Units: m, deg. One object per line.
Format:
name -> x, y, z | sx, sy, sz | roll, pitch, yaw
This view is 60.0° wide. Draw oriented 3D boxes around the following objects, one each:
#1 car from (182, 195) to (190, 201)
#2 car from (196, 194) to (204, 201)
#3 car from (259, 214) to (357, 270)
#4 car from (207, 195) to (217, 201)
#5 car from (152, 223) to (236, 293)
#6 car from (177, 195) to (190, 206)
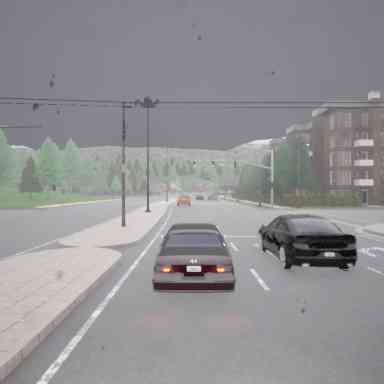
car -> -1.490, 1.523, 85.570 | 1.812, 1.442, 4.674 | 0, 0, 0
car -> 2.010, 1.477, 85.608 | 1.882, 1.535, 5.008 | 0, 0, 0
car -> 3.570, 1.478, 11.117 | 1.882, 1.535, 5.008 | 0, 0, 0
car -> 5.510, 1.539, 85.614 | 2.033, 1.411, 5.357 | 0, 0, 0
car -> 0.045, 1.547, 9.000 | 2.033, 1.411, 5.357 | 0, 0, 0
car -> -1.338, 1.352, 54.745 | 2.097, 1.767, 4.553 | 0, 0, -1
